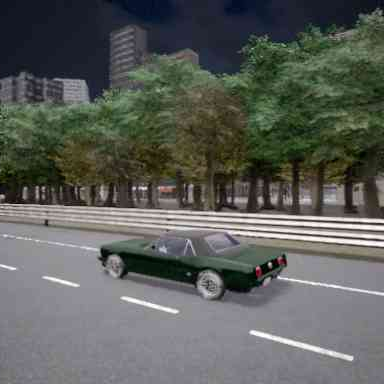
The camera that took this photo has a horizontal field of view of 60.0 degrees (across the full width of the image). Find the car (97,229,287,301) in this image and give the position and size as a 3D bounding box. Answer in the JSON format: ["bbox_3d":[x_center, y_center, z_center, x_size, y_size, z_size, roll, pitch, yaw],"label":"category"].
[{"bbox_3d":[-0.221,1.602,8.326,4.718,1.301,1.895,0,0,36],"label":"car"}]
